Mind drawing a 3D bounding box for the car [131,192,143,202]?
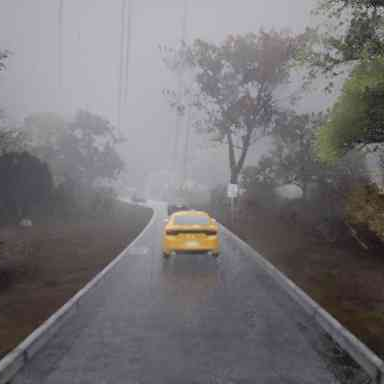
[{"bbox_3d":[-12.222,1.109,73.782,2.150,2.045,5.566,0,0,-15],"label":"car"}]

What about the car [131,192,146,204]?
[{"bbox_3d":[-10.321,1.374,66.034,2.097,1.767,4.553,0,0,-14],"label":"car"}]

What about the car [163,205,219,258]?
[{"bbox_3d":[-0.078,1.480,12.896,1.882,1.535,5.008,0,0,-2],"label":"car"}]

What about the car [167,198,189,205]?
[{"bbox_3d":[-1.420,1.357,33.093,2.097,1.767,4.553,0,0,-6],"label":"car"}]
